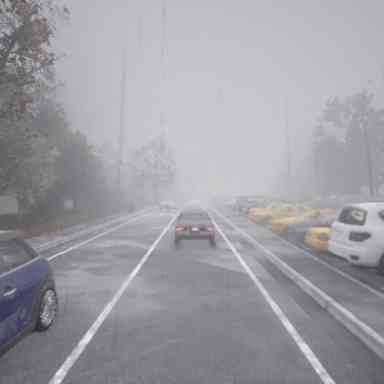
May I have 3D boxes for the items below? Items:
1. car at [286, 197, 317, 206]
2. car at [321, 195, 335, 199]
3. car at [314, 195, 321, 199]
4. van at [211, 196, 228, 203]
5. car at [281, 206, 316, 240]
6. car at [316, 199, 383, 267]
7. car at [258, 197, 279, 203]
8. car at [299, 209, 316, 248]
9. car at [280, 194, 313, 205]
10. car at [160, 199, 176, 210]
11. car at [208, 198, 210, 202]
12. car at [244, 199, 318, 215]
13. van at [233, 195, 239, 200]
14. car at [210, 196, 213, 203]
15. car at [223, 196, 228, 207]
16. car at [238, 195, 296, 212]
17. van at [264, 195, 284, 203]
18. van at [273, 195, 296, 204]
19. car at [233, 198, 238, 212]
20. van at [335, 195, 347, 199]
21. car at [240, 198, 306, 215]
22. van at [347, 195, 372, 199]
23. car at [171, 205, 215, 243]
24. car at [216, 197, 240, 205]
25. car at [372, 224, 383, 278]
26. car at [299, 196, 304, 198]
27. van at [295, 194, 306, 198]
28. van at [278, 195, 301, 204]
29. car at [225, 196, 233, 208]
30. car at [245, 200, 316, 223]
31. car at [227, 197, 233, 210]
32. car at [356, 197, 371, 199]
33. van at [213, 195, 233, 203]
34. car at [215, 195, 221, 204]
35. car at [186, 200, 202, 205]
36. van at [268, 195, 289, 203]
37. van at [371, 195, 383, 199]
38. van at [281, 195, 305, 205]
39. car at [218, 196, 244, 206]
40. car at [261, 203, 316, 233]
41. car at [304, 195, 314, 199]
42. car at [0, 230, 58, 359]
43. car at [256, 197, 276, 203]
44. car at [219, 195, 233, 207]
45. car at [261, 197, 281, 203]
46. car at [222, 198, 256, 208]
[{"bbox_3d":[20.380,1.741,62.090,5.008,1.535,2.097,0,0,1],"label":"car"},{"bbox_3d":[20.189,1.372,42.701,5.566,2.045,2.435,0,0,0],"label":"car"},{"bbox_3d":[20.213,1.389,45.471,5.566,2.045,2.435,0,0,0],"label":"car"},{"bbox_3d":[7.688,2.008,92.846,4.442,1.987,1.878,0,-1,0],"label":"van"},{"bbox_3d":[6.905,1.573,15.148,4.892,1.521,2.231,0,0,0],"label":"car"},{"bbox_3d":[6.879,1.336,9.594,5.566,2.045,2.435,0,0,0],"label":"car"},{"bbox_3d":[20.620,2.159,89.767,5.008,1.535,2.097,0,-1,0],"label":"car"},{"bbox_3d":[7.060,1.576,12.370,5.366,1.575,1.946,0,0,0],"label":"car"},{"bbox_3d":[20.382,1.508,64.987,5.566,2.045,2.435,0,0,0],"label":"car"},{"bbox_3d":[-3.193,1.677,44.899,1.812,1.442,4.674,0,0,0],"label":"car"},{"bbox_3d":[7.553,2.172,90.067,5.008,1.535,2.097,0,-1,0],"label":"car"},{"bbox_3d":[7.180,1.549,26.247,5.366,1.575,1.946,0,0,0],"label":"car"},{"bbox_3d":[7.207,1.372,37.346,4.442,1.987,1.878,0,0,0],"label":"van"},{"bbox_3d":[7.431,1.567,73.435,5.566,2.045,2.435,0,0,0],"label":"car"},{"bbox_3d":[7.134,1.679,45.674,4.792,1.488,2.163,0,0,0],"label":"car"},{"bbox_3d":[7.074,1.441,31.796,4.553,1.767,2.185,0,0,0],"label":"car"},{"bbox_3d":[20.694,1.811,84.232,4.442,1.987,1.878,0,-1,0],"label":"van"},{"bbox_3d":[20.366,1.584,73.306,4.442,1.987,1.878,0,-1,0],"label":"van"},{"bbox_3d":[7.096,1.611,34.568,4.792,1.488,2.163,0,0,1],"label":"car"},{"bbox_3d":[20.076,1.381,39.932,4.442,1.987,1.878,0,0,1],"label":"van"},{"bbox_3d":[7.013,1.557,29.017,4.892,1.521,2.231,0,0,0],"label":"car"},{"bbox_3d":[20.286,1.364,37.160,4.442,1.987,1.878,0,0,1],"label":"van"},{"bbox_3d":[0.116,1.585,16.193,2.033,1.411,5.357,0,0,0],"label":"car"},{"bbox_3d":[7.358,1.824,67.881,4.674,1.452,2.002,0,0,0],"label":"car"},{"bbox_3d":[6.832,1.594,6.819,5.008,1.535,2.097,0,0,0],"label":"car"},{"bbox_3d":[20.317,1.732,53.905,4.674,1.452,2.002,0,0,0],"label":"car"},{"bbox_3d":[20.455,1.482,56.676,4.442,1.987,1.878,0,0,1],"label":"van"},{"bbox_3d":[20.574,1.566,70.401,4.442,1.987,1.878,0,0,1],"label":"van"},{"bbox_3d":[7.110,1.662,42.897,4.792,1.488,2.163,0,0,0],"label":"car"},{"bbox_3d":[6.786,1.550,23.598,5.366,1.575,1.946,0,0,0],"label":"car"},{"bbox_3d":[7.086,1.645,40.121,4.792,1.488,2.163,0,0,0],"label":"car"},{"bbox_3d":[20.151,1.572,34.390,5.008,1.535,2.097,0,0,1],"label":"car"},{"bbox_3d":[7.334,1.700,78.971,4.442,1.987,1.878,0,-1,0],"label":"van"},{"bbox_3d":[7.074,1.714,56.779,5.366,1.575,1.946,0,0,0],"label":"car"},{"bbox_3d":[0.211,1.647,38.949,1.812,1.442,4.674,0,0,0],"label":"car"},{"bbox_3d":[20.412,1.688,78.696,4.442,1.987,1.878,0,-1,1],"label":"van"},{"bbox_3d":[20.013,1.333,31.606,4.442,1.987,1.878,0,0,0],"label":"van"},{"bbox_3d":[20.551,1.550,67.756,4.442,1.987,1.878,0,0,0],"label":"van"},{"bbox_3d":[7.276,1.625,62.331,4.553,1.767,2.185,0,0,0],"label":"car"},{"bbox_3d":[6.737,1.562,17.925,5.366,1.575,1.946,0,0,0],"label":"car"},{"bbox_3d":[20.284,1.674,51.010,5.008,1.535,2.097,0,0,1],"label":"car"},{"bbox_3d":[-3.346,1.361,3.778,2.097,1.767,4.553,0,0,0],"label":"car"},{"bbox_3d":[20.645,2.224,92.662,5.008,1.535,2.097,0,-1,0],"label":"car"},{"bbox_3d":[7.001,1.663,48.451,5.366,1.575,1.946,0,0,0],"label":"car"},{"bbox_3d":[20.595,2.099,86.997,4.892,1.521,2.231,0,-1,0],"label":"car"},{"bbox_3d":[7.217,1.684,51.225,4.892,1.521,2.231,0,0,0],"label":"car"}]
